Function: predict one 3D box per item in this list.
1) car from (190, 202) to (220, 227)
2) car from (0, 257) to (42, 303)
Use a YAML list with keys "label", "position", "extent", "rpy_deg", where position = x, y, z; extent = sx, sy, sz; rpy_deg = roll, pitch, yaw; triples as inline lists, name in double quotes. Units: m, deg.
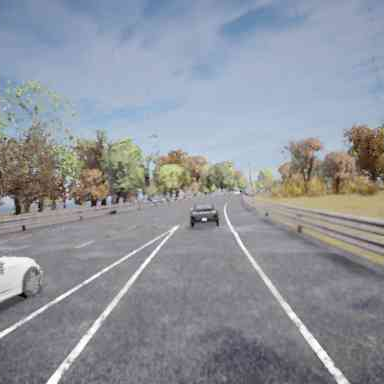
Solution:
- label: "car"
  position: [0.887, 1.480, 22.737]
  extent: [2.128, 1.511, 4.902]
  rpy_deg: [-4, -1, 3]
- label: "car"
  position: [-4.862, 1.835, 6.405]
  extent: [1.812, 1.442, 4.674]
  rpy_deg: [-4, 0, 7]
